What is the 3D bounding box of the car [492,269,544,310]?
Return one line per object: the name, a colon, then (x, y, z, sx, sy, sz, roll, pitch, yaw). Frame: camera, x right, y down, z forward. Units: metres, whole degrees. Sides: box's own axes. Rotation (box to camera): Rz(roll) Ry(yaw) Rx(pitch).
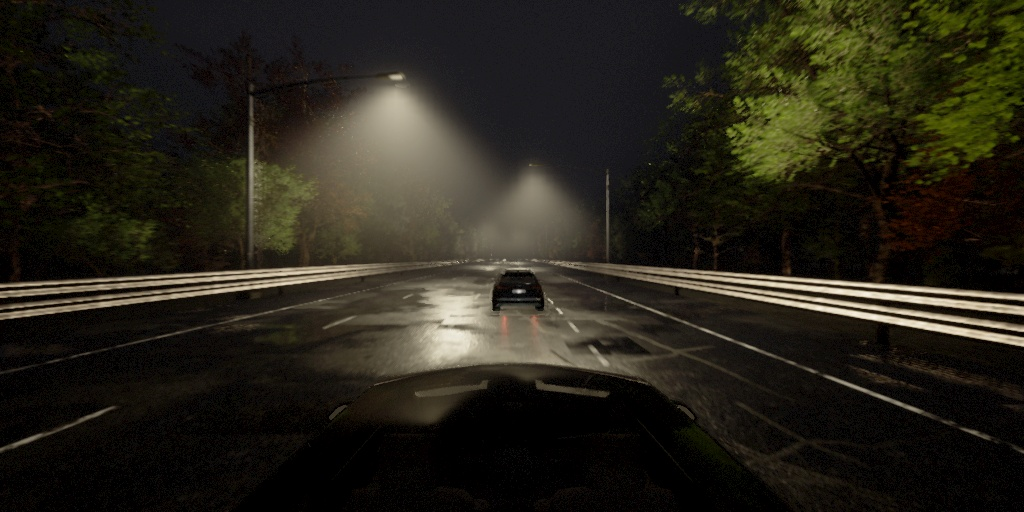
car: (0.208, 1.345, 14.861, 2.033, 1.649, 4.856, 0, -1, -1)
